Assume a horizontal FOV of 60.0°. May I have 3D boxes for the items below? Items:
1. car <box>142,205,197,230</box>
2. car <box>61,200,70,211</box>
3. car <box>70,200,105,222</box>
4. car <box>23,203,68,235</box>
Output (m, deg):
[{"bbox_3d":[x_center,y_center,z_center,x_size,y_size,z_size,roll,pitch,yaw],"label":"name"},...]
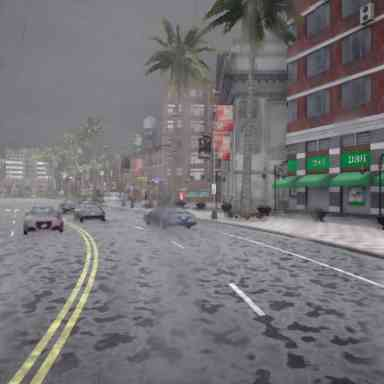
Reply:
[{"bbox_3d":[-1.562,1.547,21.164,2.033,1.411,5.357,0,0,-25],"label":"car"},{"bbox_3d":[-13.624,1.547,36.995,2.033,1.411,5.357,0,0,-28],"label":"car"},{"bbox_3d":[-8.322,1.564,26.713,1.994,1.385,4.181,0,0,-27],"label":"car"},{"bbox_3d":[-8.529,1.564,19.058,1.994,1.385,4.181,0,0,-26],"label":"car"}]
